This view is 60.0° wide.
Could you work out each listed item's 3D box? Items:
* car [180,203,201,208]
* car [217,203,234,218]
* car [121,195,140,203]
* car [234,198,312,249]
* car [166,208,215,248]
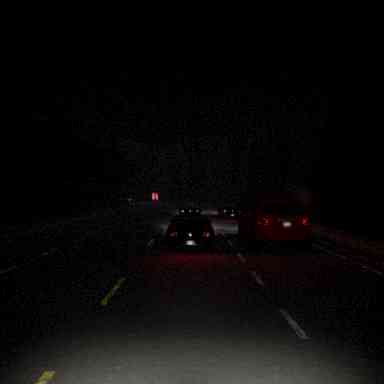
[{"bbox_3d":[-0.159,1.616,29.690,1.895,1.301,4.718,0,0,0],"label":"car"},{"bbox_3d":[3.341,1.616,29.709,1.895,1.301,4.718,0,0,0],"label":"car"},{"bbox_3d":[-13.163,1.476,69.395,5.008,1.535,1.882,0,0,25],"label":"car"},{"bbox_3d":[3.424,1.258,14.709,2.150,2.045,5.566,0,0,0],"label":"car"},{"bbox_3d":[-0.076,1.616,14.690,1.895,1.301,4.718,0,0,0],"label":"car"}]
